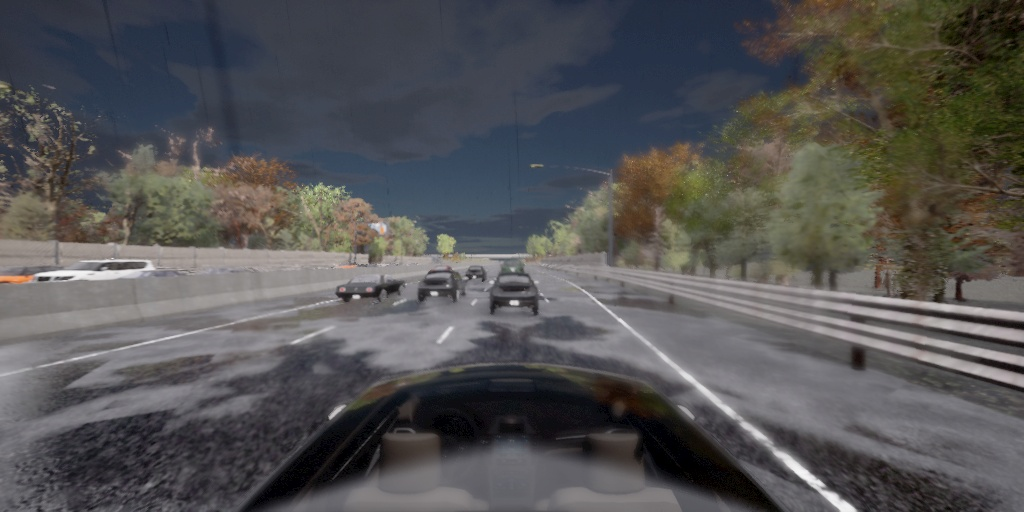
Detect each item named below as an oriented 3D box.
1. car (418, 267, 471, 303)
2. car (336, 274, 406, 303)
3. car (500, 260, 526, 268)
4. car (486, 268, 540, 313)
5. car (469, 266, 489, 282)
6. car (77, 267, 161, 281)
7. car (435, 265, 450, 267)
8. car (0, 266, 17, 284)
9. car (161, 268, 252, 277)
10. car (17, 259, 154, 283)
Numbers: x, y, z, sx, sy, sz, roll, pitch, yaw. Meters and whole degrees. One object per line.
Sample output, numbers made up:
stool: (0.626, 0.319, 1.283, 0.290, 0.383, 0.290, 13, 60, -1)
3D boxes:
car: (-3.401, 1.463, 18.223, 1.837, 1.490, 4.892, 0, -1, 0)
car: (-6.901, 1.558, 18.176, 1.895, 1.301, 4.718, 0, -1, 0)
car: (0.099, 1.385, 33.823, 2.150, 2.045, 5.566, 0, -1, 0)
car: (0.098, 1.420, 14.872, 1.837, 1.490, 4.892, 0, -1, 0)
car: (-3.401, 1.681, 34.745, 1.837, 1.490, 4.892, 0, -1, 0)
car: (-21.101, 1.541, 21.006, 2.033, 1.411, 5.357, 0, -1, 0)
car: (-6.900, 1.671, 36.020, 1.882, 1.535, 5.008, 0, -1, 0)
car: (-27.639, 1.334, 20.130, 2.097, 1.767, 4.553, 0, -1, -2)
car: (-17.599, 1.494, 21.660, 2.128, 1.511, 4.902, 0, -1, 0)
car: (-24.601, 1.222, 21.490, 2.150, 2.045, 5.566, 0, -1, 0)
